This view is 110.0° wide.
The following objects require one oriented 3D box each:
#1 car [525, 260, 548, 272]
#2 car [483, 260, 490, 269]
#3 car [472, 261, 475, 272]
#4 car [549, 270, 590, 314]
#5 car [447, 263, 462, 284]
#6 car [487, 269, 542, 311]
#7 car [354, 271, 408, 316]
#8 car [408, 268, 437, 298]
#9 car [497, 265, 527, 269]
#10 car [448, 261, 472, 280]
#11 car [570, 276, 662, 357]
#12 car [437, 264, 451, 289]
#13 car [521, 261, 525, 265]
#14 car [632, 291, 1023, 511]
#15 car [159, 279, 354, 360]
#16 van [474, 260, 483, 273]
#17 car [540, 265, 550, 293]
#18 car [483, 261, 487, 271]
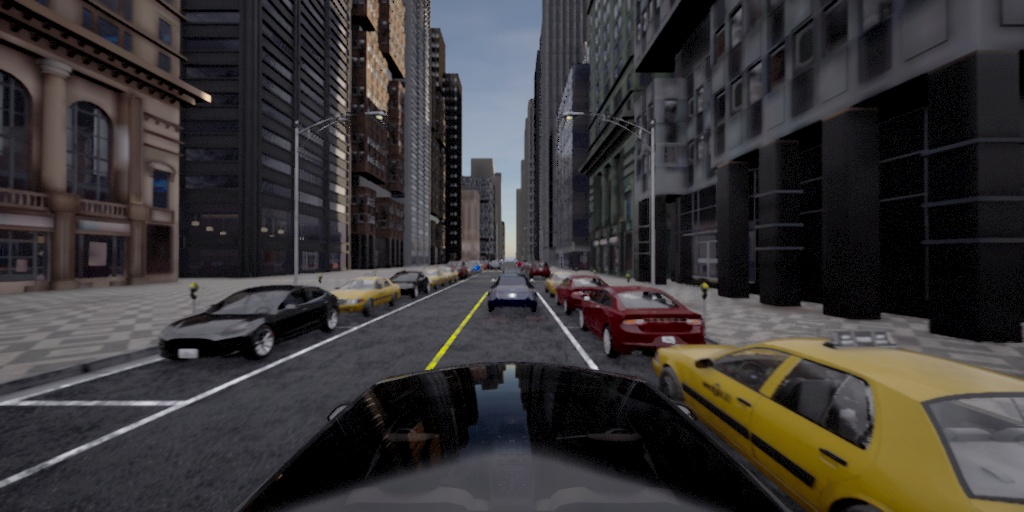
[{"bbox_3d":[2.774,1.422,36.766,2.192,1.841,5.009,0,0,0],"label":"car"},{"bbox_3d":[-5.742,1.726,64.963,2.192,1.841,5.009,0,0,0],"label":"car"},{"bbox_3d":[-5.750,1.692,42.232,1.751,1.417,4.829,0,0,0],"label":"car"},{"bbox_3d":[2.766,1.420,14.205,1.888,1.381,4.507,0,0,0],"label":"car"},{"bbox_3d":[-5.754,1.574,30.951,1.751,1.417,4.829,0,0,0],"label":"car"},{"bbox_3d":[0.024,1.451,15.332,1.994,1.385,4.181,0,-1,0],"label":"car"},{"bbox_3d":[-5.759,1.401,14.030,1.751,1.417,4.829,0,0,0],"label":"car"},{"bbox_3d":[-5.757,1.498,19.840,1.948,1.339,4.313,0,0,0],"label":"car"},{"bbox_3d":[0.024,1.639,30.108,1.895,1.301,4.718,0,-1,0],"label":"car"},{"bbox_3d":[-5.752,1.422,36.761,2.192,1.841,5.009,0,0,0],"label":"car"},{"bbox_3d":[2.764,1.363,8.565,1.888,1.381,4.507,0,0,0],"label":"car"},{"bbox_3d":[-5.755,1.516,25.311,1.751,1.417,4.829,0,0,0],"label":"car"},{"bbox_3d":[2.779,1.838,53.686,2.007,1.370,4.403,0,0,0],"label":"car"},{"bbox_3d":[2.763,1.287,3.095,1.751,1.417,4.829,0,0,0],"label":"car"},{"bbox_3d":[-5.761,1.384,8.559,1.948,1.339,4.313,0,0,0],"label":"car"},{"bbox_3d":[-5.746,1.628,53.682,1.690,1.789,3.998,0,0,0],"label":"van"},{"bbox_3d":[2.768,1.458,20.016,1.751,1.417,4.829,0,0,0],"label":"car"},{"bbox_3d":[-5.744,1.899,59.322,2.007,1.370,4.403,0,0,0],"label":"car"}]
